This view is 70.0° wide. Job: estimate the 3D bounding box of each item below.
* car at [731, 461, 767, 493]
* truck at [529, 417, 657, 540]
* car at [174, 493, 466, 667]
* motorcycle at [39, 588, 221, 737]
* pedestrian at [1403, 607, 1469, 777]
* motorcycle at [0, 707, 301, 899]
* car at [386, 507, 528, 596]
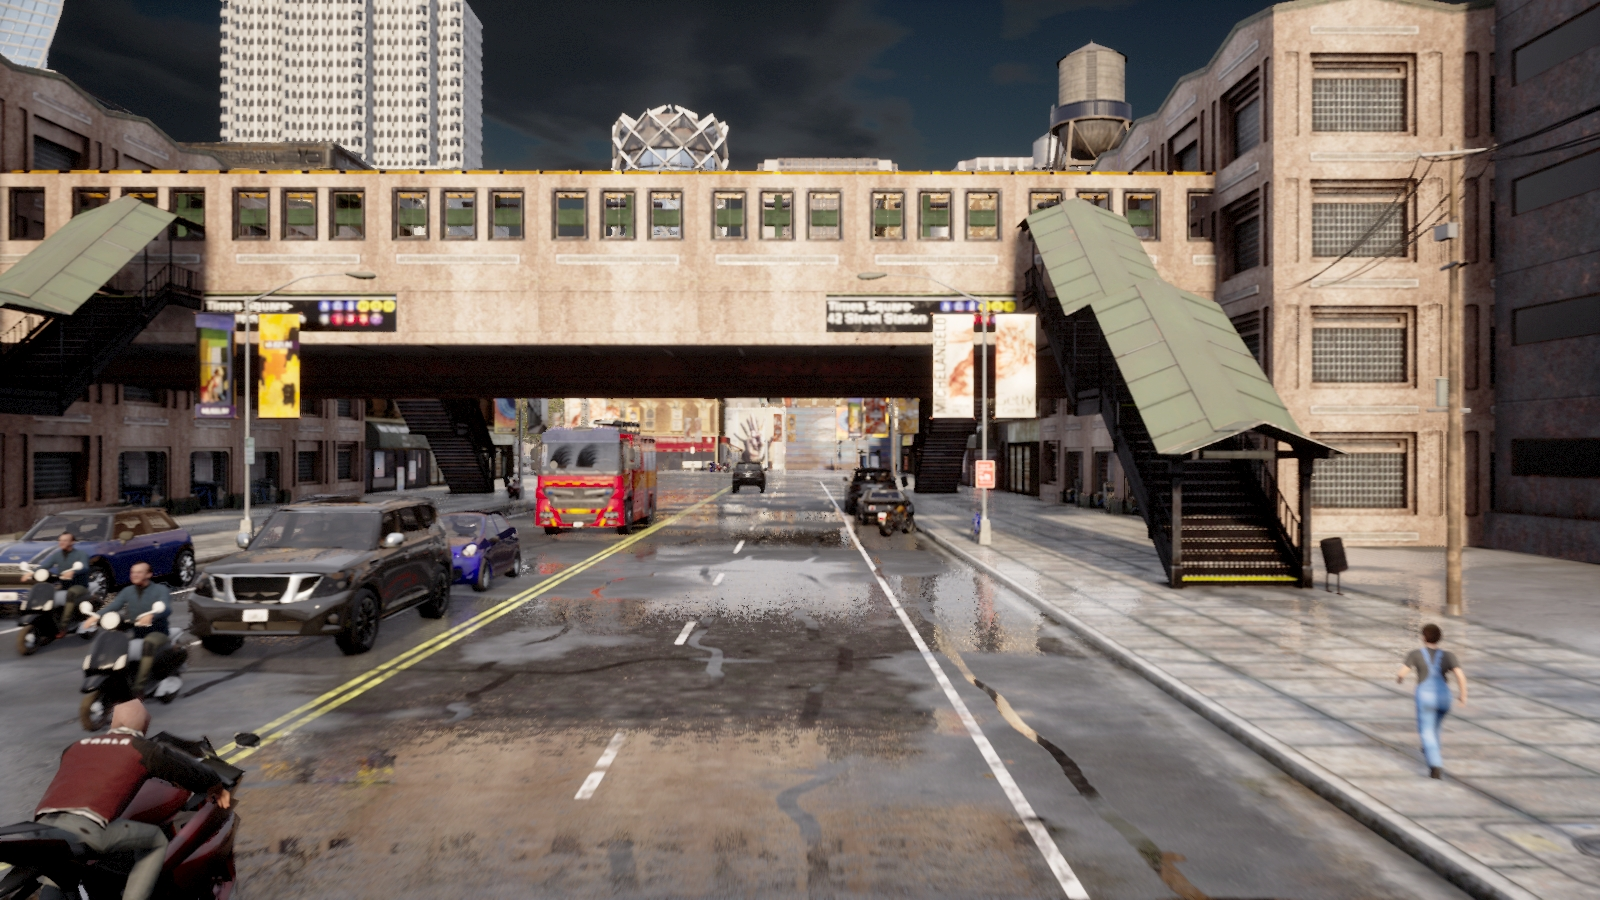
[{"bbox_3d":[-3.415,1.780,77.439,2.150,2.045,5.566,0,0,0],"label":"car"},{"bbox_3d":[-6.969,0.890,39.827,2.891,3.827,8.468,0,0,0],"label":"truck"},{"bbox_3d":[-7.009,1.780,17.527,2.150,2.045,5.566,0,0,0],"label":"car"},{"bbox_3d":[-7.004,2.182,12.065,0.856,1.236,1.805,0,0,0],"label":"motorcycle"},{"bbox_3d":[5.227,1.976,9.401,0.375,1.300,0.375,0,0,11],"label":"pedestrian"},{"bbox_3d":[-3.501,2.205,5.919,0.867,1.251,2.209,0,0,0],"label":"motorcycle"},{"bbox_3d":[-7.006,2.036,23.722,1.845,1.501,3.633,0,0,0],"label":"car"}]
